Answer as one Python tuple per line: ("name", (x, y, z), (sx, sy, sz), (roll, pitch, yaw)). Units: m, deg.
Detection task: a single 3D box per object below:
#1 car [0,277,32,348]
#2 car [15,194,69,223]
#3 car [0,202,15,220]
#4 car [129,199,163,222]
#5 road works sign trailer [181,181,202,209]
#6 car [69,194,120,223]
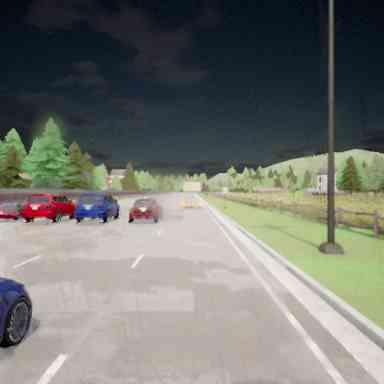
("car", (-3.413, 1.515, 3.296), (1.812, 1.442, 4.674), (0, 0, 0))
("car", (-10.399, 1.147, 24.702), (2.150, 2.045, 5.566), (0, 0, 0))
("car", (-13.899, 1.484, 26.318), (1.994, 1.385, 4.181), (0, 0, 0))
("car", (-3.400, 1.275, 25.294), (2.097, 1.767, 4.553), (0, 0, 0))
("road works sign trailer", (0.002, 0.336, 42.282), (2.380, 3.560, 2.880), (0, 0, 0))
("car", (-6.899, 1.147, 24.706), (2.150, 2.045, 5.566), (0, 0, 0))
